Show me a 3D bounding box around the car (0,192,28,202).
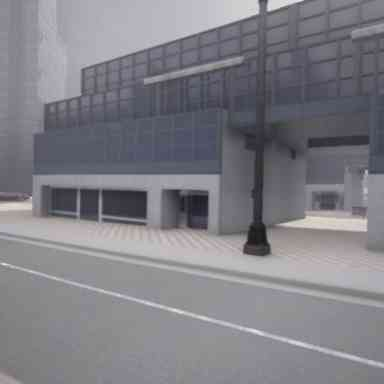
[{"bbox_3d":[-25.260,0.649,45.326,2.033,1.411,5.357,2,1,36],"label":"car"}]
